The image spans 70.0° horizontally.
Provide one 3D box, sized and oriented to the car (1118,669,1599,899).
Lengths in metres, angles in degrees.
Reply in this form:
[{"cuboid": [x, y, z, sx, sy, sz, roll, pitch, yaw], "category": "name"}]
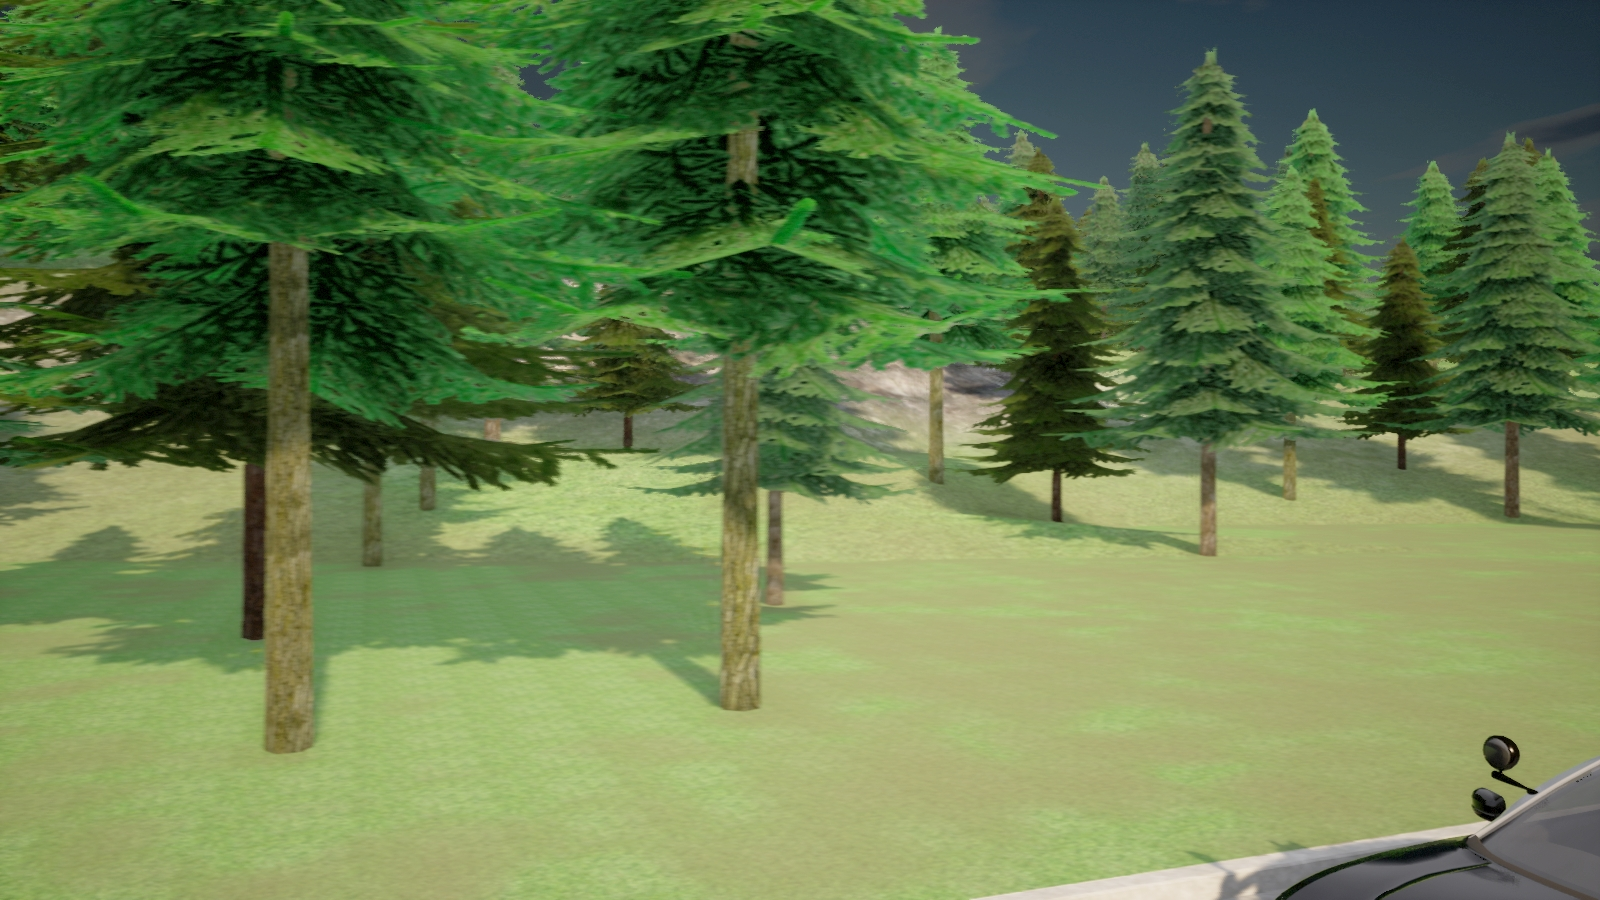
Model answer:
[{"cuboid": [4.223, 1.982, 4.952, 5.238, 1.638, 2.097, 0, 0, -20], "category": "car"}]
